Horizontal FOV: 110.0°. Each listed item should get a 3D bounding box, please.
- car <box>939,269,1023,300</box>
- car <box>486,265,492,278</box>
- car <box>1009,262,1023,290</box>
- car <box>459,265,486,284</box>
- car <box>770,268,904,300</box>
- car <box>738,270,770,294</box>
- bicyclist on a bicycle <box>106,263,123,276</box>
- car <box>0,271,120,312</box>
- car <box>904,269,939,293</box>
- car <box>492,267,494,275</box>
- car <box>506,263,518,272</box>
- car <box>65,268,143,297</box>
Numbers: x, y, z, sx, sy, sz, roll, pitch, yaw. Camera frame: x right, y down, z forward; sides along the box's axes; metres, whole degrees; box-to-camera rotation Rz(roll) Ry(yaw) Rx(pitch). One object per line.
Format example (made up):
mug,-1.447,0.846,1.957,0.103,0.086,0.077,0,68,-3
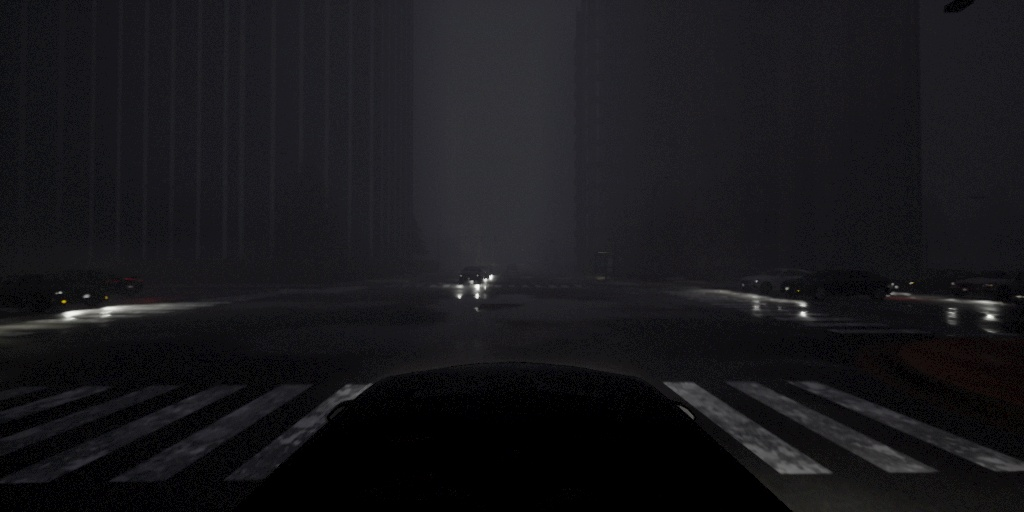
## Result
car,25.335,1.424,18.351,4.674,1.442,1.812,0,-1,-3
car,-3.636,1.783,41.585,1.812,1.442,4.674,0,-1,0
car,35.398,1.314,23.636,4.553,1.767,2.097,0,-1,-23
car,-3.625,1.667,32.413,1.812,1.442,4.674,0,-1,0
car,16.304,1.403,18.158,4.892,1.490,1.837,0,-1,-1
car,16.277,1.468,21.651,4.674,1.442,1.812,0,-1,0
bicyclist on a bicycle,-29.195,1.316,26.280,0.582,1.620,1.656,0,0,0
car,-18.980,1.425,14.323,4.181,1.385,1.994,0,-1,0
car,25.865,1.488,21.748,5.357,1.411,2.033,0,-1,-2
car,-3.624,1.985,51.583,1.895,1.301,4.718,0,-1,0
car,0.024,2.019,64.059,1.882,1.535,5.008,0,-1,0
car,-21.617,1.386,18.006,5.008,1.535,1.882,0,-1,0
